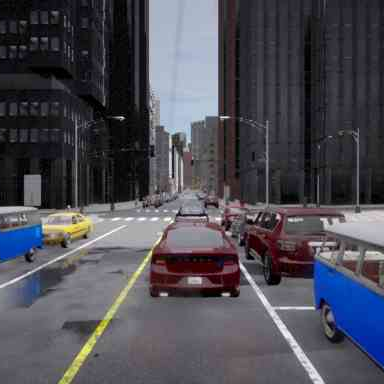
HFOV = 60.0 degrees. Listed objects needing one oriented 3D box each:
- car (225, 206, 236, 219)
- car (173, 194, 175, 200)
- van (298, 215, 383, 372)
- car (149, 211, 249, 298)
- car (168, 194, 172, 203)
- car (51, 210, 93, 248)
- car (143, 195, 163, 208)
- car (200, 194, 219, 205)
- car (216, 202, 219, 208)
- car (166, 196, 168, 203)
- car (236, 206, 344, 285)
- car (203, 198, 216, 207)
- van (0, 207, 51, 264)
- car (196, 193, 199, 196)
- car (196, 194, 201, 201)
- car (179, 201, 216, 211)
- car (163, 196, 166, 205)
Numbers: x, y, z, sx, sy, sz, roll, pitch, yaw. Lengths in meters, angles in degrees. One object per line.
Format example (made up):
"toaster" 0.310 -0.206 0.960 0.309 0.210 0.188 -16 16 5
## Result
"car" 2.752 1.551 14.925 2.008 1.369 4.403 0 0 0
"car" -5.814 1.622 81.355 1.887 1.381 4.507 0 0 0
"van" 2.761 1.341 3.874 1.690 1.788 3.998 0 0 0
"car" 0.062 1.477 8.589 1.882 1.535 5.008 0 0 0
"car" -5.807 1.617 70.069 1.947 1.339 4.313 0 0 0
"car" -5.775 1.526 14.761 1.752 1.417 4.829 0 0 0
"car" -5.794 1.334 47.496 2.192 1.841 5.009 0 0 0
"car" 2.730 1.334 47.491 2.192 1.841 5.009 0 0 0
"car" 2.748 1.547 20.450 1.887 1.381 4.507 0 0 0
"car" -5.800 1.598 58.782 1.947 1.339 4.313 0 0 0
"car" 2.756 1.315 9.400 2.192 1.841 5.009 0 0 0
"car" 2.728 1.591 53.135 1.947 1.339 4.313 0 0 0
"van" -5.774 1.341 9.407 1.690 1.788 3.998 0 0 0
"car" 2.705 1.671 92.642 1.947 1.339 4.313 0 0 0
"car" 2.708 1.636 86.997 1.887 1.381 4.507 0 0 0
"car" -0.009 1.493 18.998 2.128 1.511 4.902 0 0 0
"car" -5.798 1.340 53.139 2.192 1.841 5.009 0 0 0
